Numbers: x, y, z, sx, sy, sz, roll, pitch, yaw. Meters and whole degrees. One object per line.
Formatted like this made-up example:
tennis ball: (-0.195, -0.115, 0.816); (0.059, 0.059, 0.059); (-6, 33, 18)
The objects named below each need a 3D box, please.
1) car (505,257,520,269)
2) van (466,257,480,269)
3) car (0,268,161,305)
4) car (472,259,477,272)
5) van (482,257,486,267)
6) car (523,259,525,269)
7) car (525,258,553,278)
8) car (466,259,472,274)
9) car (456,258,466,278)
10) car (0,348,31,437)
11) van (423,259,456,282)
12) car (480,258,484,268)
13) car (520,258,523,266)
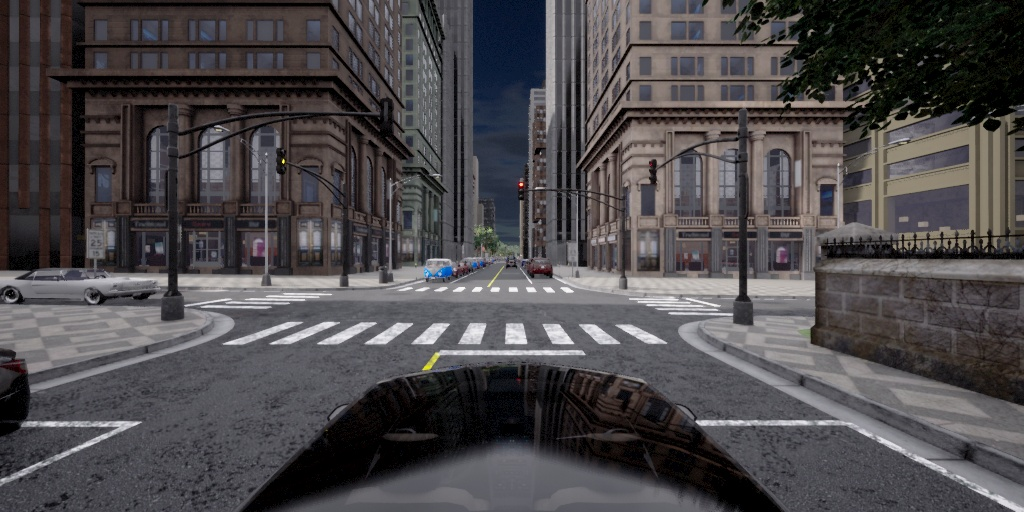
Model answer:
car: (-0.063, 1.312, 59.140); (1.837, 1.490, 4.892); (0, 0, 1)
van: (-5.860, 1.134, 50.248); (1.690, 1.789, 3.998); (0, 0, 0)
car: (-16.565, 1.120, 13.728); (4.718, 1.301, 1.895); (1, 0, 0)
car: (-5.849, 1.351, 44.806); (1.948, 1.339, 4.313); (0, 0, 0)
van: (-5.881, 1.151, 61.130); (1.690, 1.789, 3.998); (0, 0, 0)
car: (2.688, 1.092, 39.391); (2.192, 1.841, 5.009); (0, 0, 0)
car: (2.698, 1.085, 33.950); (2.192, 1.841, 5.009); (0, 0, 0)
car: (-5.838, 1.322, 39.365); (1.888, 1.381, 4.507); (0, 0, 0)
car: (-5.827, 1.210, 33.924); (1.967, 1.591, 4.097); (0, 0, 0)
car: (-5.763, 1.316, 1.827); (1.948, 1.339, 4.313); (0, 0, 0)
van: (-5.816, 1.105, 28.484); (1.690, 1.789, 3.998); (0, 0, 0)
car: (-5.870, 1.347, 55.689); (1.888, 1.381, 4.507); (0, 0, 0)
car: (2.655, 1.353, 55.713); (2.007, 1.370, 4.403); (0, 0, 0)
